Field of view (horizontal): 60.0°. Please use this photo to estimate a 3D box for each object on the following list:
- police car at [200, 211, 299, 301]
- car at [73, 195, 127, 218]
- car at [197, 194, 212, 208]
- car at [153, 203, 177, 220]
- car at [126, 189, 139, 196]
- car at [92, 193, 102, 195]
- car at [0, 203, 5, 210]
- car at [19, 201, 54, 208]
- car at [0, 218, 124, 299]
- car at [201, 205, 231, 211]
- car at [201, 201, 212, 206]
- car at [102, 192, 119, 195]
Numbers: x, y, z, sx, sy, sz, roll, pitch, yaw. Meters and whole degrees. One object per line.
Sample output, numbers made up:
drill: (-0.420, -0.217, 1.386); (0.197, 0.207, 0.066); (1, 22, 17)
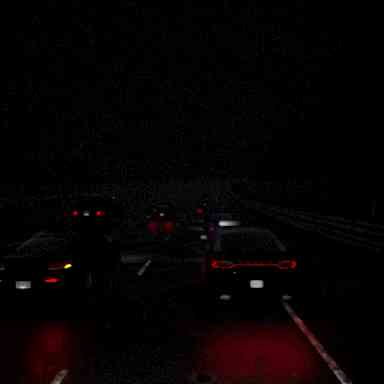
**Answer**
police car: (1.261, 1.524, 8.737); (1.930, 1.638, 5.238); (0, -1, 1)
car: (-6.258, 1.455, 22.749); (2.150, 2.045, 5.566); (0, 0, 2)
car: (1.829, 1.442, 46.838); (1.812, 1.442, 4.674); (0, 1, 4)
car: (-2.436, 1.712, 30.406); (1.812, 1.442, 4.674); (0, 0, 3)
car: (-13.661, 0.398, 76.629); (2.150, 2.045, 5.566); (0, 1, 5)
car: (-20.944, 0.921, 73.380); (1.882, 1.535, 5.008); (0, 1, 4)
car: (-20.077, 1.617, 31.892); (2.097, 1.767, 4.553); (0, 0, 3)
car: (-16.421, 1.691, 35.272); (1.882, 1.535, 5.008); (0, 1, 3)
car: (-3.186, 1.646, 8.693); (1.812, 1.442, 4.674); (0, -1, 1)
car: (1.549, 1.706, 18.507); (1.812, 1.442, 4.674); (0, 0, 2)
car: (1.764, 1.694, 24.432); (1.837, 1.490, 4.892); (0, 0, 2)
car: (-17.455, 0.784, 73.120); (2.097, 1.767, 4.553); (0, 1, 4)
